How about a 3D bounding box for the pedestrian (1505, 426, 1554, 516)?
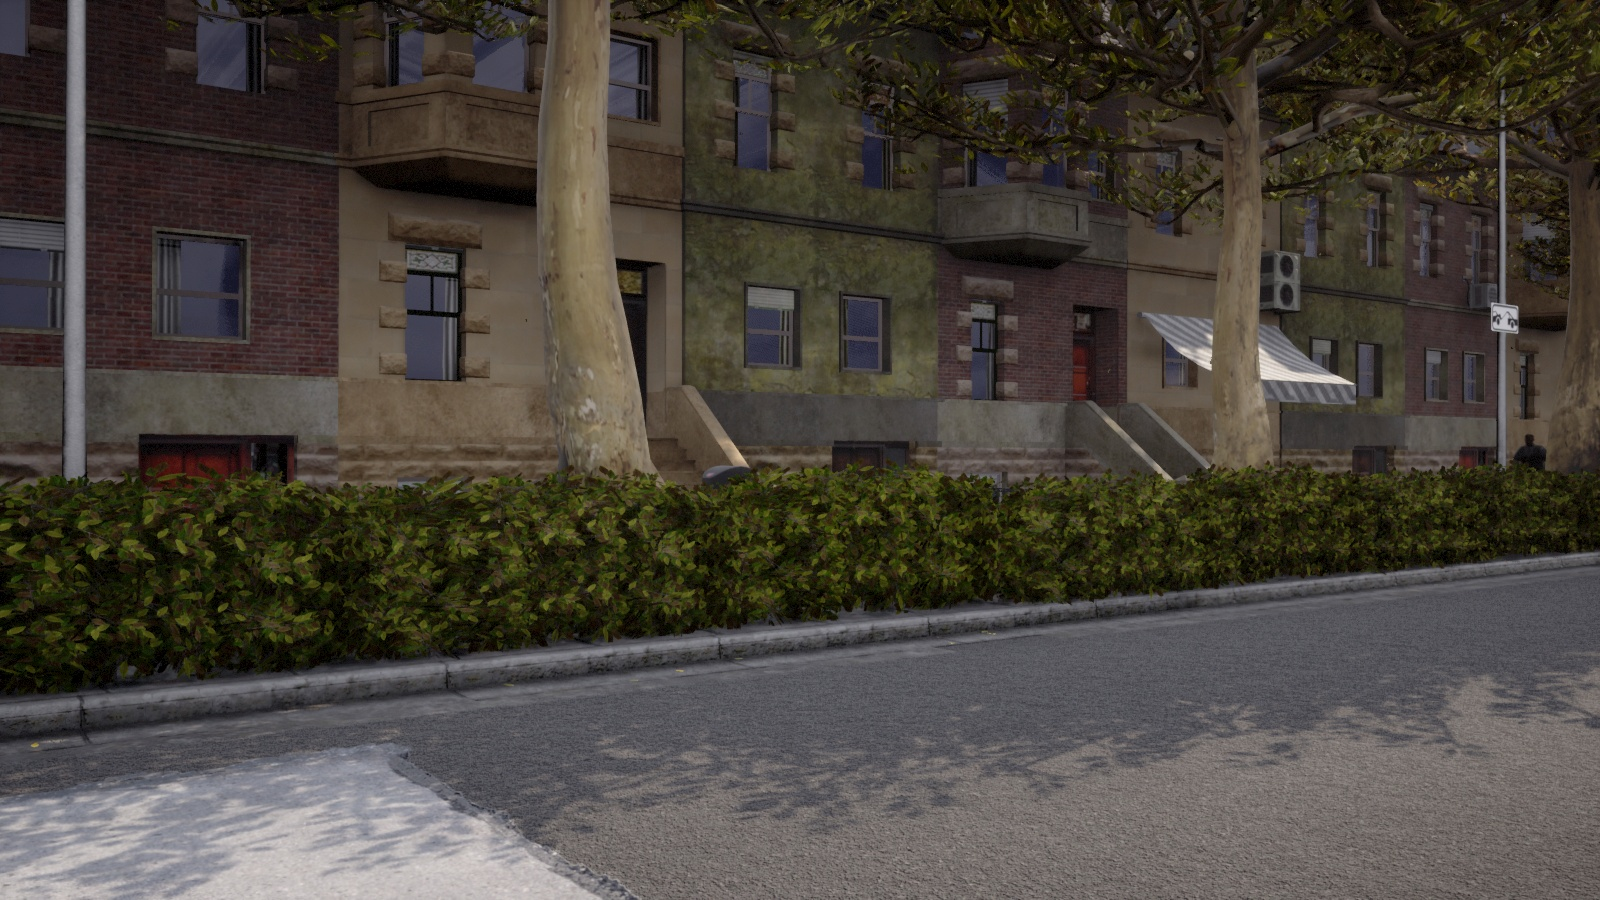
[{"bbox_3d":[15.568,0.434,26.788,0.849,1.883,0.563,0,0,-32],"label":"pedestrian"}]
